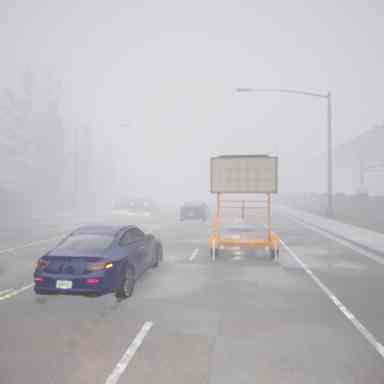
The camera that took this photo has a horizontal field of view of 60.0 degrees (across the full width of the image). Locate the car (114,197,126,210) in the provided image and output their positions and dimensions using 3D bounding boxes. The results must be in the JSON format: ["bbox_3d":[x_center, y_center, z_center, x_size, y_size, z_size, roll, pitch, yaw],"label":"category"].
[{"bbox_3d":[-8.436,1.435,42.525,2.128,1.511,4.902,0,0,7],"label":"car"}]

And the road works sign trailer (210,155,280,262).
[{"bbox_3d":[1.883,0.452,12.178,2.380,3.560,2.880,0,0,7],"label":"road works sign trailer"}]

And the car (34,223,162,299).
[{"bbox_3d":[-2.040,1.514,8.357,1.812,1.442,4.674,0,0,7],"label":"car"}]

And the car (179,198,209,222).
[{"bbox_3d":[0.299,1.447,26.479,1.882,1.535,5.008,0,0,7],"label":"car"}]

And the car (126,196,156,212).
[{"bbox_3d":[-5.520,1.304,37.715,2.097,1.767,4.553,0,0,7],"label":"car"}]

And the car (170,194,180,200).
[{"bbox_3d":[-4.040,1.239,78.266,2.150,2.045,5.566,0,-2,-8],"label":"car"}]
